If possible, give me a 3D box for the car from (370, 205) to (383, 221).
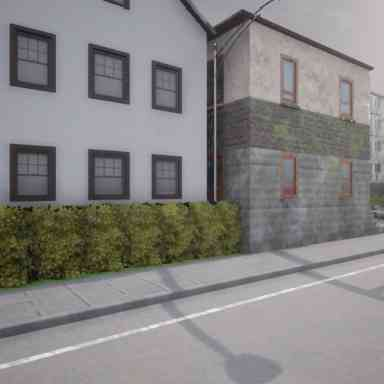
[{"bbox_3d":[15.195,1.777,29.206,1.895,1.301,4.718,0,0,-34],"label":"car"}]
